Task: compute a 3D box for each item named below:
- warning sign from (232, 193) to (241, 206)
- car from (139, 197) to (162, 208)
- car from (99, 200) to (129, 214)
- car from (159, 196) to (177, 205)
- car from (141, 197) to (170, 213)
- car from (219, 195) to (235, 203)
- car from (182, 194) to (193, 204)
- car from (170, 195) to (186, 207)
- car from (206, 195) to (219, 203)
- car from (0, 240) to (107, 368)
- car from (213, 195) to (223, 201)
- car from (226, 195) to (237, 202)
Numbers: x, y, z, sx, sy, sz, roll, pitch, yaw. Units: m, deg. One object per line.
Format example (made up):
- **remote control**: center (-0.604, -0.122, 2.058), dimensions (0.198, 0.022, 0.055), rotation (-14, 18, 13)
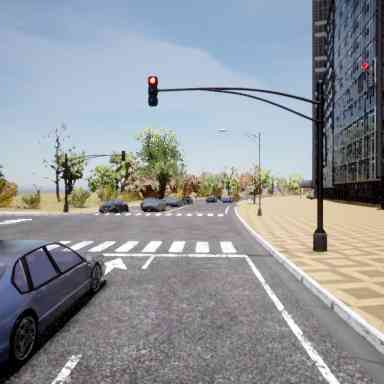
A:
- **warning sign**: center (6.476, 1.122, 48.236), dimensions (1.300, 1.860, 1.060), rotation (0, 0, 8)
- **car**: center (-6.108, 1.548, 49.635), dimensions (2.033, 1.411, 5.357), rotation (0, 0, 8)
- **car**: center (-8.294, 1.562, 35.646), dimensions (1.994, 1.385, 4.181), rotation (0, 0, 12)
- **car**: center (-4.305, 1.551, 60.908), dimensions (2.033, 1.411, 5.357), rotation (0, 0, 10)
- **car**: center (-4.306, 1.547, 38.058), dimensions (2.033, 1.411, 5.357), rotation (0, 0, 6)
- **car**: center (7.492, 1.561, 70.085), dimensions (2.033, 1.411, 5.357), rotation (0, 0, 12)
- **car**: center (-0.936, 1.512, 61.292), dimensions (1.837, 1.490, 4.892), rotation (0, 0, 10)
- **car**: center (-2.737, 1.550, 50.240), dimensions (2.033, 1.411, 5.357), rotation (0, 0, 8)
- **car**: center (4.214, 1.559, 70.807), dimensions (1.994, 1.385, 4.181), rotation (0, 0, 12)
- **car**: center (-3.035, 1.547, 5.698), dimensions (2.033, 1.411, 5.357), rotation (0, 0, 1)
- **car**: center (6.336, 1.392, 80.514), dimensions (1.812, 1.442, 4.674), rotation (0, 0, 14)
- **car**: center (9.646, 1.545, 80.386), dimensions (2.128, 1.511, 4.902), rotation (0, 0, 14)
